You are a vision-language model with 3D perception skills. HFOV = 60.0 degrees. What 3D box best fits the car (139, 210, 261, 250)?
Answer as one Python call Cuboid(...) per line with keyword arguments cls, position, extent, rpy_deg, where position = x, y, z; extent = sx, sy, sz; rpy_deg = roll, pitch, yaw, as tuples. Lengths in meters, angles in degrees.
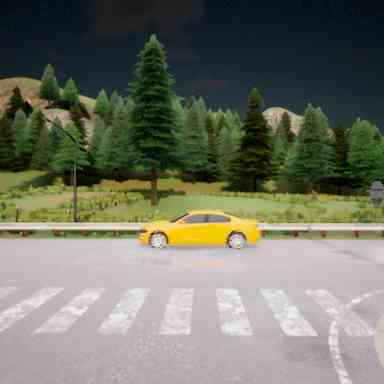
Cuboid(cls="car", position=(0.325, 1.506, 13.868), extent=(5.008, 1.535, 1.882), rpy_deg=(0, 0, 1))
